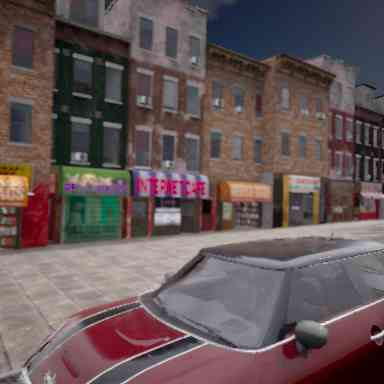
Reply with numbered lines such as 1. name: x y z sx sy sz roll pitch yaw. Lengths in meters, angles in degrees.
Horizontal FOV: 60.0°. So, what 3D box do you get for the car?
1. car: 0.673 1.363 3.517 4.553 1.767 2.097 0 0 -35
